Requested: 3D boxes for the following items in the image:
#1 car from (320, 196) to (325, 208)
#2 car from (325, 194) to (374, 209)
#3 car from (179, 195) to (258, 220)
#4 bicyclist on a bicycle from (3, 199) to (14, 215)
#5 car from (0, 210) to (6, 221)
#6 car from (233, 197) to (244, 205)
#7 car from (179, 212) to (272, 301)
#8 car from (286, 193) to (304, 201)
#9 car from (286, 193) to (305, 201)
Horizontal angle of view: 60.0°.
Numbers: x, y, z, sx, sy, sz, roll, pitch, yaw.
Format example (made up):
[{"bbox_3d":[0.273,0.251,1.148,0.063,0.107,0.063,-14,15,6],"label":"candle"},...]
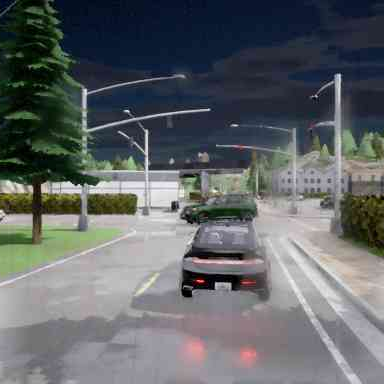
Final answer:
[{"bbox_3d":[18.714,1.339,41.735,5.027,1.636,2.152,0,0,8],"label":"car"},{"bbox_3d":[18.329,1.348,38.622,4.514,1.523,2.007,0,0,8],"label":"car"},{"bbox_3d":[1.906,1.227,22.906,5.566,2.045,2.150,0,-1,-25],"label":"car"},{"bbox_3d":[-17.928,1.460,32.565,0.582,1.620,1.656,0,0,7],"label":"bicyclist on a bicycle"},{"bbox_3d":[-16.556,1.531,25.228,4.674,1.442,1.812,0,0,8],"label":"car"},{"bbox_3d":[8.174,1.613,58.354,1.895,1.301,4.718,0,0,8],"label":"car"},{"bbox_3d":[0.894,1.493,8.424,2.128,1.511,4.902,0,0,8],"label":"car"},{"bbox_3d":[23.438,1.377,75.665,3.806,1.475,1.970,0,0,8],"label":"car"},{"bbox_3d":[24.507,1.094,78.872,3.866,1.878,1.905,0,0,8],"label":"car"}]
